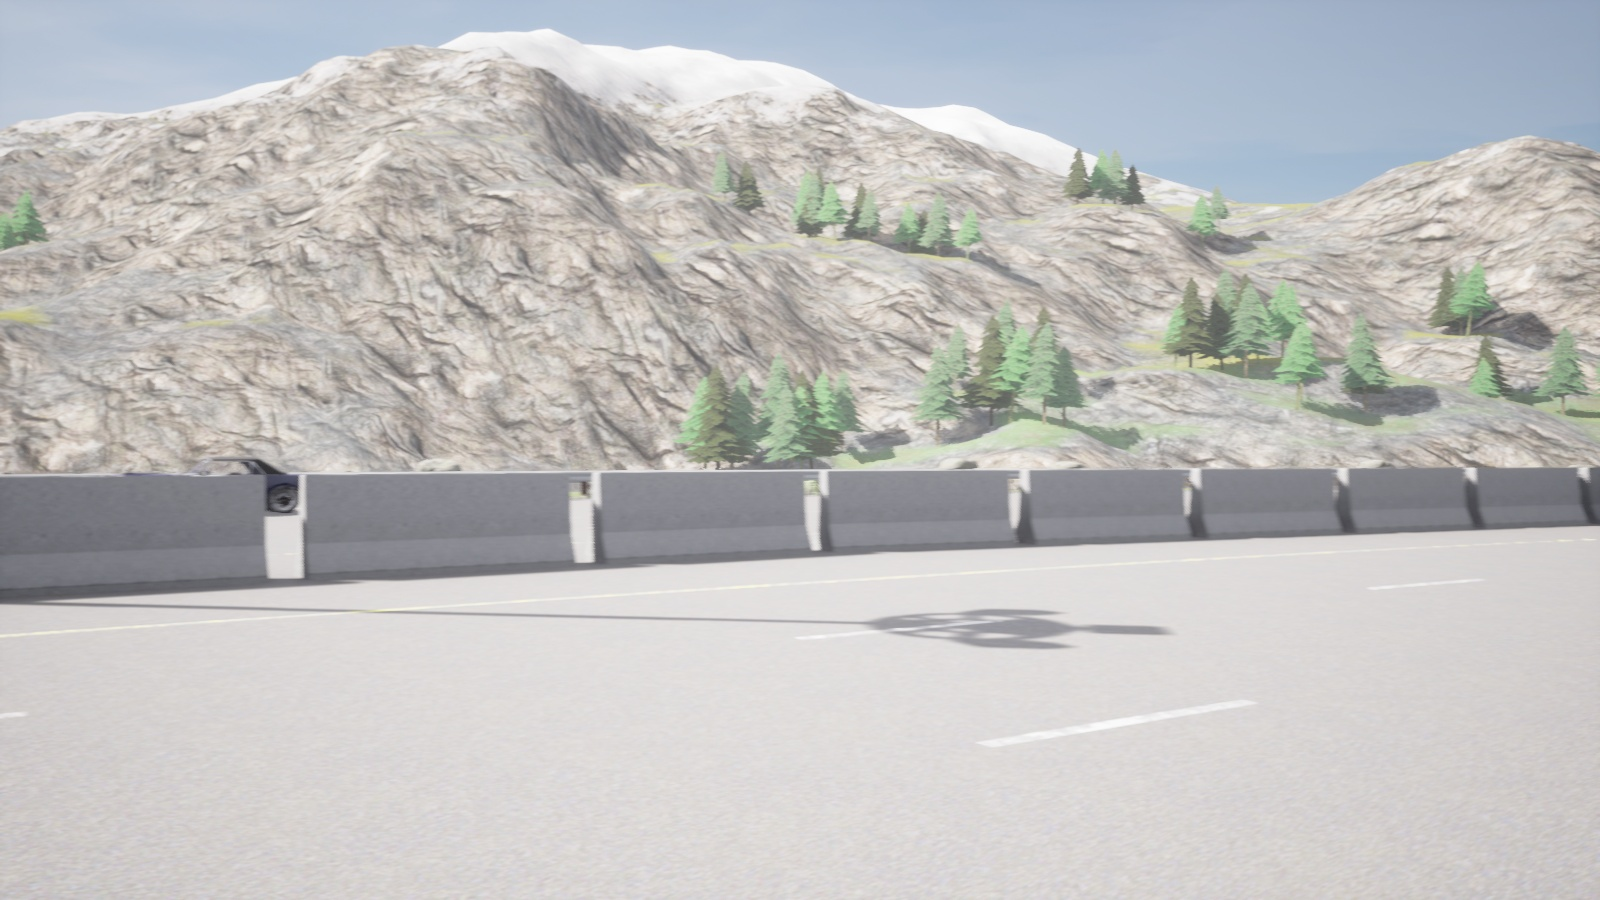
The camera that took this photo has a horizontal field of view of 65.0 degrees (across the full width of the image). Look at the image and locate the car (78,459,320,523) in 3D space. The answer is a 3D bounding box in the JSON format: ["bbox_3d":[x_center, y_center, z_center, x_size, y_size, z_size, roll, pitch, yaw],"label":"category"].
[{"bbox_3d":[-13.493,0.864,28.303,4.718,1.301,1.895,0,0,-33],"label":"car"}]
